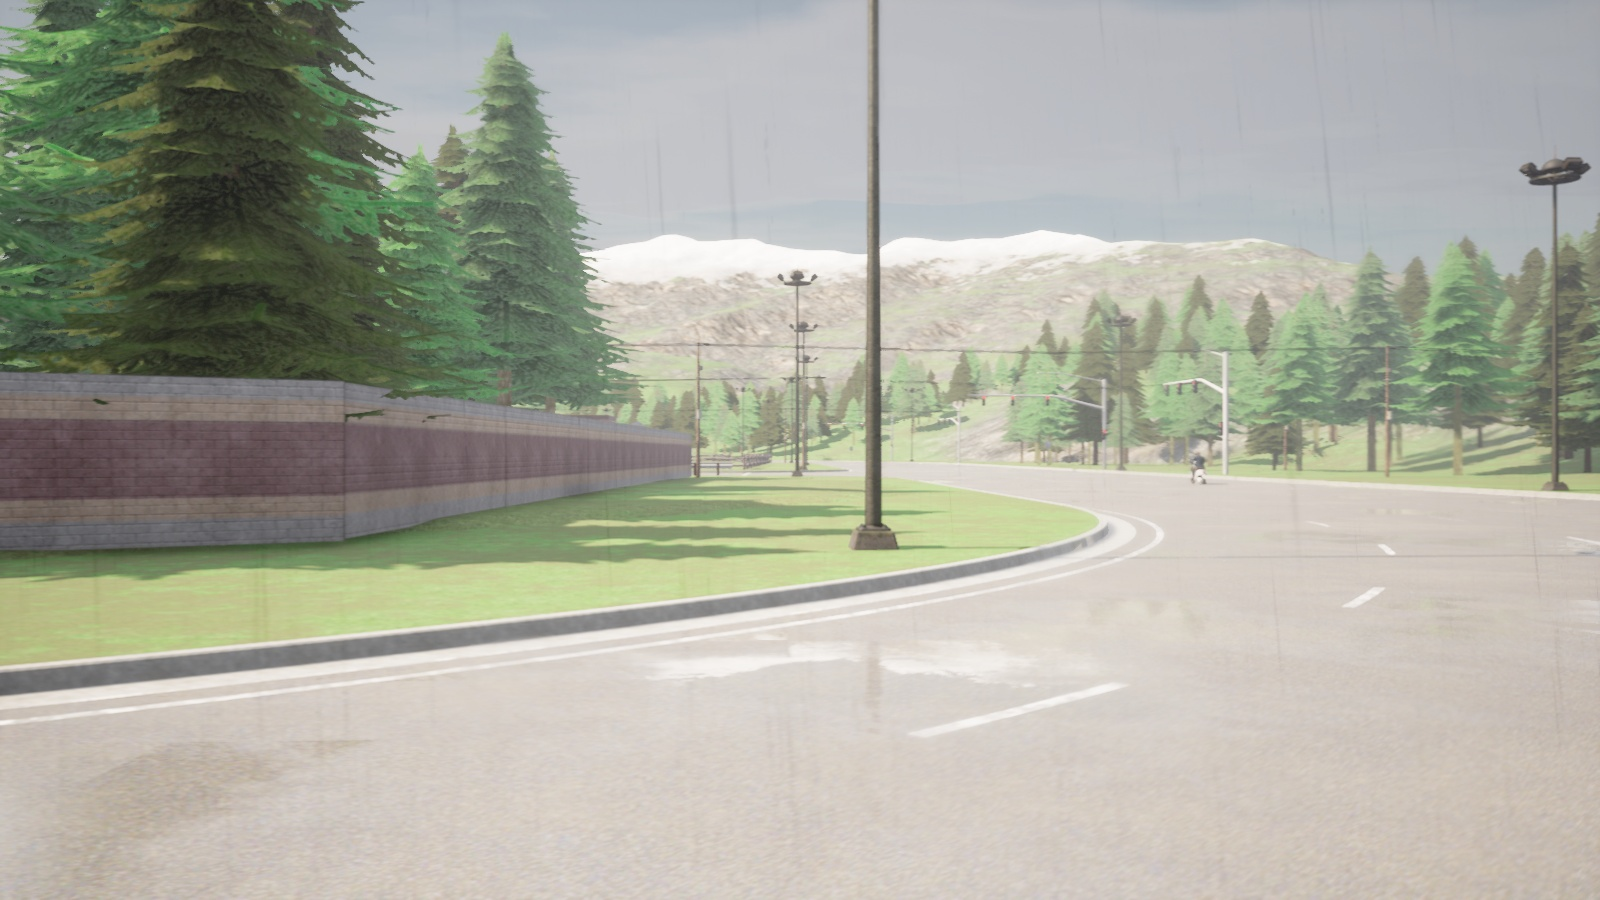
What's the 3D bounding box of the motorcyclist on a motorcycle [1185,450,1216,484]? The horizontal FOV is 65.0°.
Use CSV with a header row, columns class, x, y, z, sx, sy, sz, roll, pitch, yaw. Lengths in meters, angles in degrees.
class,x,y,z,sx,sy,sz,roll,pitch,yaw
motorcyclist on a motorcycle,19.172,0.799,60.164,0.866,1.590,1.817,0,0,-2
